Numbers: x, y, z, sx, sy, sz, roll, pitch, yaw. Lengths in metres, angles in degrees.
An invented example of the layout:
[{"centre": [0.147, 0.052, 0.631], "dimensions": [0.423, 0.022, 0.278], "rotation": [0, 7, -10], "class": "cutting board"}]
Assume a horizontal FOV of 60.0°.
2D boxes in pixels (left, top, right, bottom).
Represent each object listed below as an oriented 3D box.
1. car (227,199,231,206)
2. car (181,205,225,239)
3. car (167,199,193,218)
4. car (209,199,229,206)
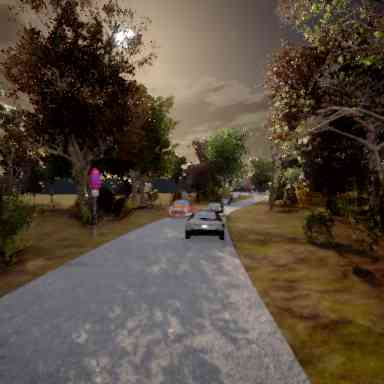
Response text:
[{"centre": [7.292, 2.266, 72.204], "dimensions": [2.128, 1.511, 4.902], "rotation": [1, 0, 16], "class": "car"}, {"centre": [0.724, 1.602, 17.705], "dimensions": [1.994, 1.385, 4.181], "rotation": [0, 0, 3], "class": "car"}, {"centre": [-0.970, 1.503, 31.375], "dimensions": [2.097, 1.767, 4.553], "rotation": [0, -1, 7], "class": "car"}, {"centre": [2.574, 1.787, 36.097], "dimensions": [2.033, 1.411, 5.357], "rotation": [0, -1, 8], "class": "car"}]
